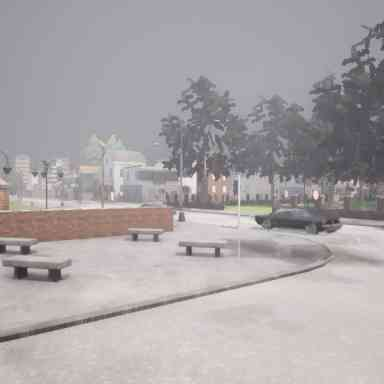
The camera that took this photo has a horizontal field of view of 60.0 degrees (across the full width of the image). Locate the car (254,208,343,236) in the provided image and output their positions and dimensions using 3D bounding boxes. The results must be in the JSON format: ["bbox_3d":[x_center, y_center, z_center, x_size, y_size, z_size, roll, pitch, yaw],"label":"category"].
[{"bbox_3d":[5.884,1.600,18.761,1.895,1.301,4.718,0,0,-37],"label":"car"}]

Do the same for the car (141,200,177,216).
[{"bbox_3d":[-3.252,1.525,31.507,1.812,1.442,4.674,0,0,-35],"label":"car"}]
